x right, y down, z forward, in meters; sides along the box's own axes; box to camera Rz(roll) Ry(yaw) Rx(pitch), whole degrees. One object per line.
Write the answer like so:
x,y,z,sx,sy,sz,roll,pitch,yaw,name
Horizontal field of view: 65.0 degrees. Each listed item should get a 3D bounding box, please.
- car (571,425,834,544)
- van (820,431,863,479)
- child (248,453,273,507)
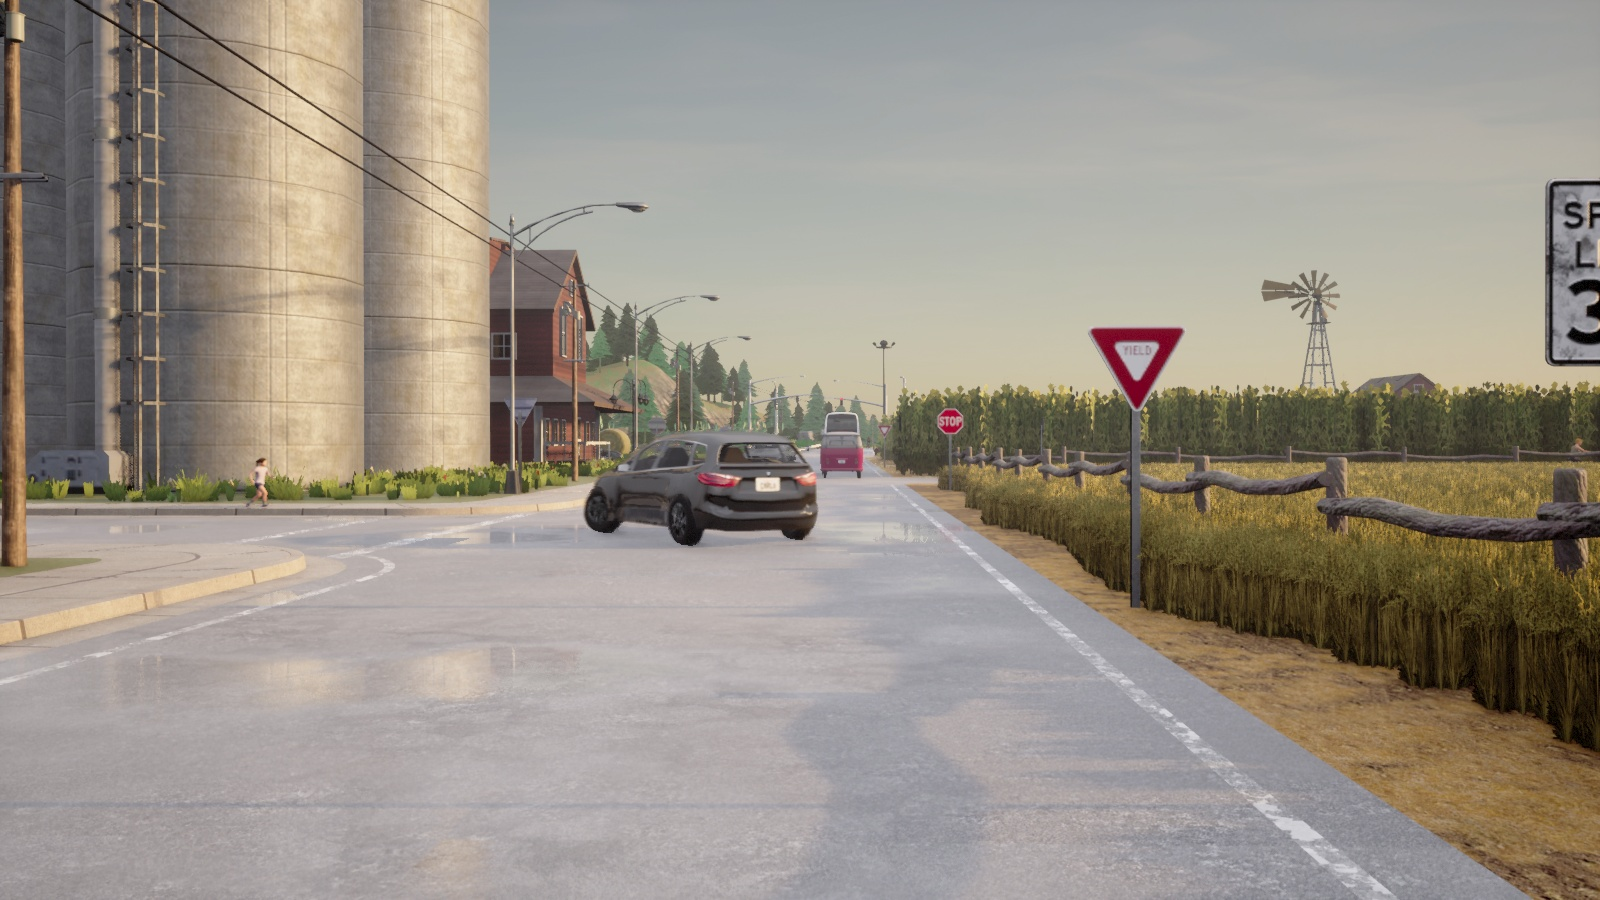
-1.701,0.476,20.126,2.242,1.667,4.611,0,0,-33,car
1.805,0.197,54.101,1.775,1.987,4.442,0,1,2,van
-11.237,0.625,26.156,0.394,1.110,0.255,0,0,5,child
